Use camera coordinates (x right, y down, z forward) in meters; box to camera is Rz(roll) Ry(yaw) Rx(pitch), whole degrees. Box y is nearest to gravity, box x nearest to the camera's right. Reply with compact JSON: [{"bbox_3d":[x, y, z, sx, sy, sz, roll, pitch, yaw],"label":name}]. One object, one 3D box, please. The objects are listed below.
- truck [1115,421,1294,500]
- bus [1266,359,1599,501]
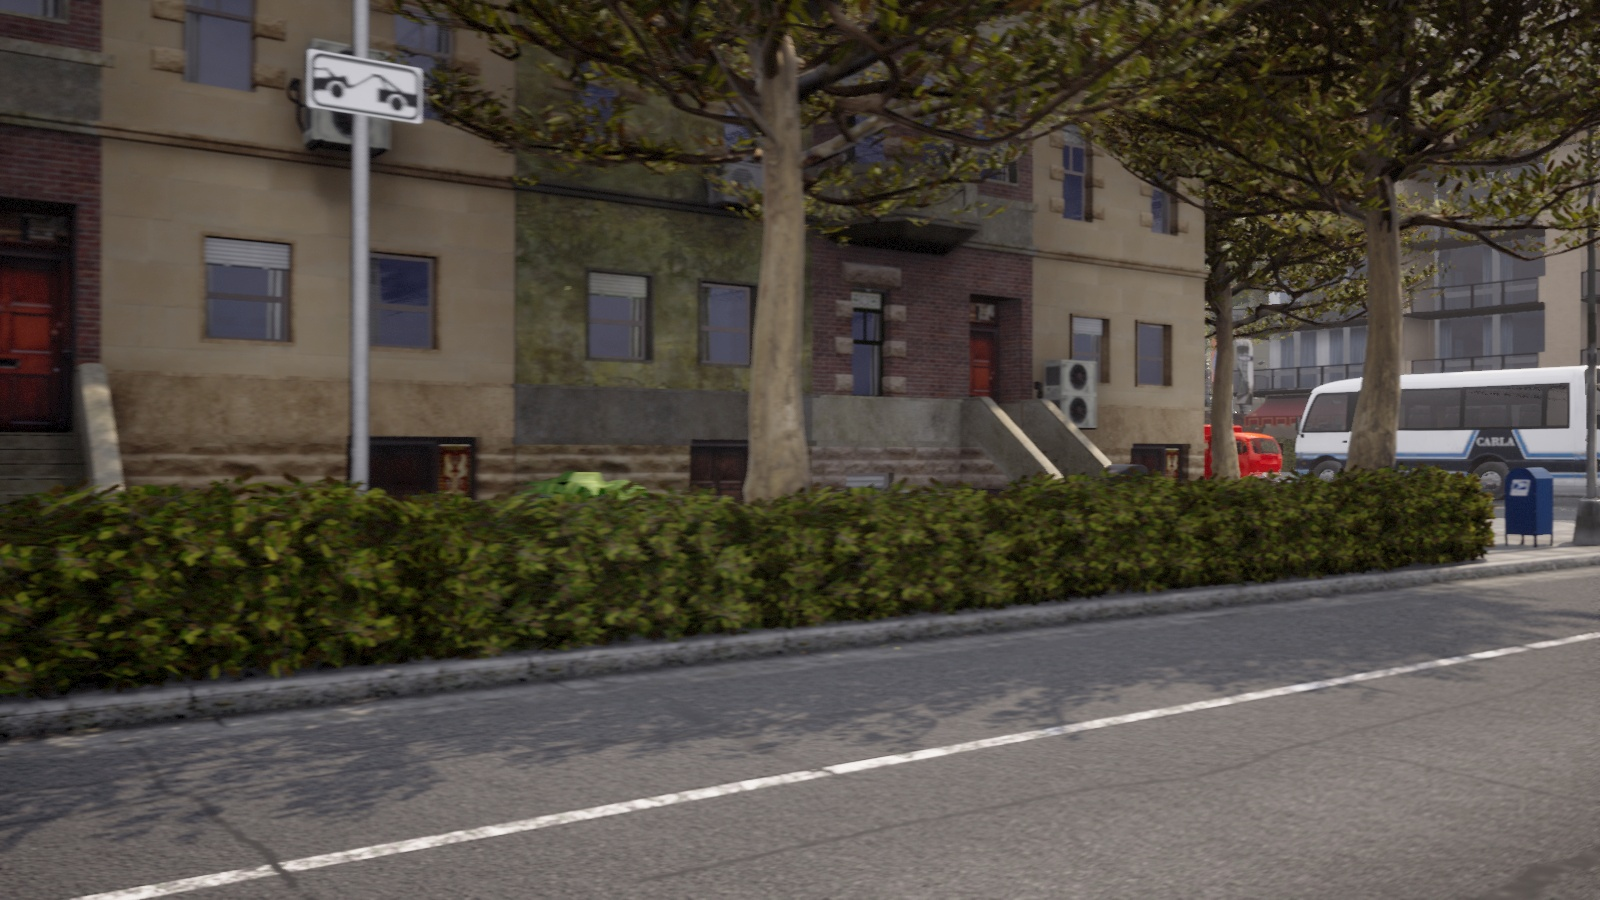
[{"bbox_3d":[13.538,0.333,42.318,2.627,2.467,5.204,0,0,-35],"label":"truck"},{"bbox_3d":[21.639,-0.572,42.963,3.944,4.253,10.273,0,0,-35],"label":"bus"}]
